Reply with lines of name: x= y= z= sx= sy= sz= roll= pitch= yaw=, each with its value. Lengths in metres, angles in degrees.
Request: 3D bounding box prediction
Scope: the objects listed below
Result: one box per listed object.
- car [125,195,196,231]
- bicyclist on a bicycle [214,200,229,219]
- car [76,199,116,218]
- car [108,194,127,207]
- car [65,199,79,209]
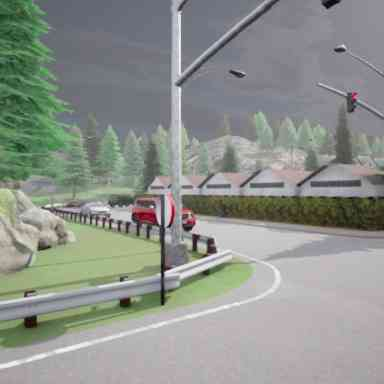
car: x=-2.017 y=1.404 z=21.551 sx=2.150 sy=2.045 sz=5.566 roll=0 pitch=0 yaw=-35
bicyclist on a bicycle: x=2.537 y=1.478 z=28.096 sx=1.656 sy=1.620 sz=0.582 roll=0 pitch=0 yaw=-35
car: x=-9.325 y=1.708 z=32.008 sx=1.812 sy=1.442 sz=4.674 roll=0 pitch=0 yaw=-35
car: x=-10.940 y=1.379 z=53.205 sx=2.150 sy=2.045 sz=5.566 roll=0 pitch=0 yaw=33
car: x=-16.644 y=1.730 z=48.345 sx=1.994 sy=1.385 sz=4.181 roll=0 pitch=0 yaw=10
